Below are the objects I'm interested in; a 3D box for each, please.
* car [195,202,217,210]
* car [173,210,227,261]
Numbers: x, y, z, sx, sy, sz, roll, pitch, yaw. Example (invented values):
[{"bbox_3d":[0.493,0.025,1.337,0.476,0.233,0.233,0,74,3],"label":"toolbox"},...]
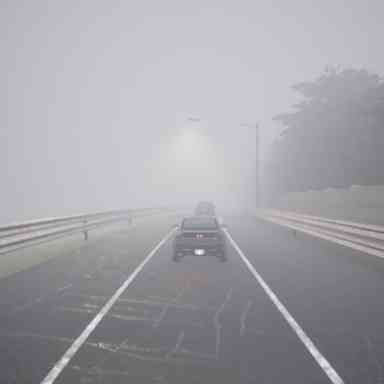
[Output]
[{"bbox_3d":[1.506,2.081,36.932,2.150,2.045,5.566,0,-2,4],"label":"car"},{"bbox_3d":[0.298,1.683,12.997,1.837,1.490,4.892,0,-1,1],"label":"car"}]
